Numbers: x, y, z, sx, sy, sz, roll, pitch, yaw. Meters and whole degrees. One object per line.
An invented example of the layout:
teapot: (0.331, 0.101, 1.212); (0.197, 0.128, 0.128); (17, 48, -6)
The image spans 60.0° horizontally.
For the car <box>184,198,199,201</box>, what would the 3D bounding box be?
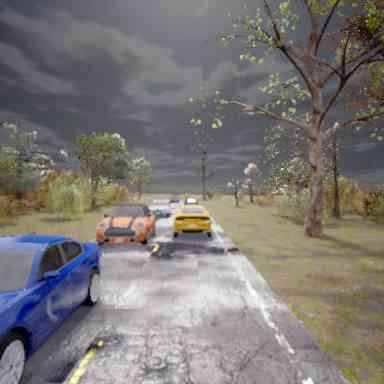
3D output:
car: (-0.080, 1.551, 44.589); (1.994, 1.385, 4.181); (0, 0, 0)

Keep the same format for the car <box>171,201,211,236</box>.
car: (0.018, 1.465, 18.377); (1.882, 1.535, 5.008); (0, 0, 0)

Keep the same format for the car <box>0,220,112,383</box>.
car: (-2.866, 1.477, 5.213); (1.882, 1.535, 5.008); (0, 0, 0)

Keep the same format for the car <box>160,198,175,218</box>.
car: (-2.883, 1.516, 30.534); (1.812, 1.442, 4.674); (0, 0, 0)

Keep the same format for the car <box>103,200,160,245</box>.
car: (-2.902, 1.345, 15.508); (2.097, 1.767, 4.553); (0, 0, 0)

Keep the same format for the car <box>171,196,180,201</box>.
car: (-3.248, 1.467, 64.317); (1.837, 1.490, 4.892); (0, 0, -3)
